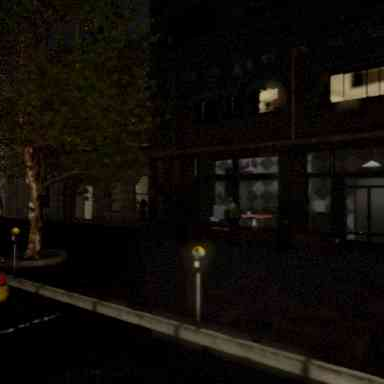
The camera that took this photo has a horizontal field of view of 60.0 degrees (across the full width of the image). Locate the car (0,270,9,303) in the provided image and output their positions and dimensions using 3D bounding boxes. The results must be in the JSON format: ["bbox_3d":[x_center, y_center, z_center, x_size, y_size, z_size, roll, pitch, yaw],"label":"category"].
[{"bbox_3d":[-5.647,1.599,6.902,4.829,1.417,1.752,-1,0,36],"label":"car"}]
